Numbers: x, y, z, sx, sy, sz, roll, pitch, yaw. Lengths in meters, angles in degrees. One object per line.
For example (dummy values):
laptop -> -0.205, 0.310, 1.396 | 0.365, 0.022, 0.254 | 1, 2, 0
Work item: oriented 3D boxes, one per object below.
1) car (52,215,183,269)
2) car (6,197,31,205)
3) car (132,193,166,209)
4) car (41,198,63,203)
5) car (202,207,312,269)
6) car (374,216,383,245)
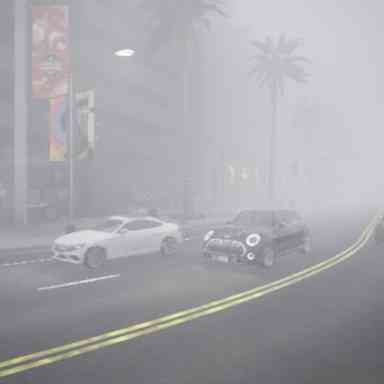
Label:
car -> -2.352, 1.551, 11.479 | 4.674, 1.442, 1.812 | 0, 0, -45
car -> -31.488, 1.604, 59.711 | 2.161, 1.482, 4.786 | 0, 0, 31
car -> -5.560, 1.110, 44.421 | 2.435, 2.045, 5.566 | 0, 0, 31
car -> -21.794, 1.612, 53.325 | 1.895, 1.301, 4.718 | 0, 0, 31
car -> 2.358, 1.361, 11.433 | 2.097, 1.767, 4.553 | 0, 0, 40
car -> 9.374, 1.554, 14.777 | 1.994, 1.385, 4.181 | 0, 0, 34
